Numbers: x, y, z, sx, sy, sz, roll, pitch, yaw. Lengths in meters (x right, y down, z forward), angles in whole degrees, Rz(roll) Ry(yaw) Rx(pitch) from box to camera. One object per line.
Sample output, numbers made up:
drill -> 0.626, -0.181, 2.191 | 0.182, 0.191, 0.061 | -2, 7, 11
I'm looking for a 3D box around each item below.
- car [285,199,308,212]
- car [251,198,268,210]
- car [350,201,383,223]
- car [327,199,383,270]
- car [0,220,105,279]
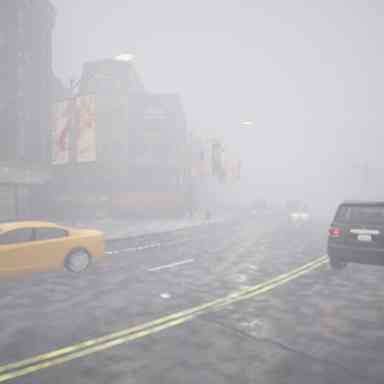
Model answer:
car -> 12.826, 1.671, 41.021 | 2.128, 1.511, 4.902 | -1, -1, 4
car -> 9.794, 1.659, 48.663 | 1.882, 1.535, 5.008 | -1, 0, 3
car -> 14.294, 1.569, 27.100 | 1.837, 1.490, 4.892 | 0, 0, 17
car -> 5.995, 1.244, 10.482 | 2.150, 2.045, 5.566 | -1, 0, 38
car -> -4.946, 1.597, 9.303 | 5.008, 1.535, 1.882 | 0, 0, -42
